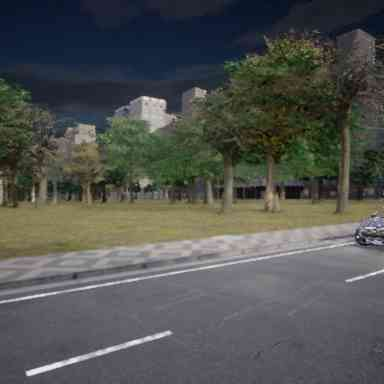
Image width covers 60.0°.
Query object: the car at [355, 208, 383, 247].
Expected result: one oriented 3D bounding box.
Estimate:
[{"bbox_3d":[8.894,1.341,14.028,4.553,1.767,2.097,0,0,-36],"label":"car"}]
